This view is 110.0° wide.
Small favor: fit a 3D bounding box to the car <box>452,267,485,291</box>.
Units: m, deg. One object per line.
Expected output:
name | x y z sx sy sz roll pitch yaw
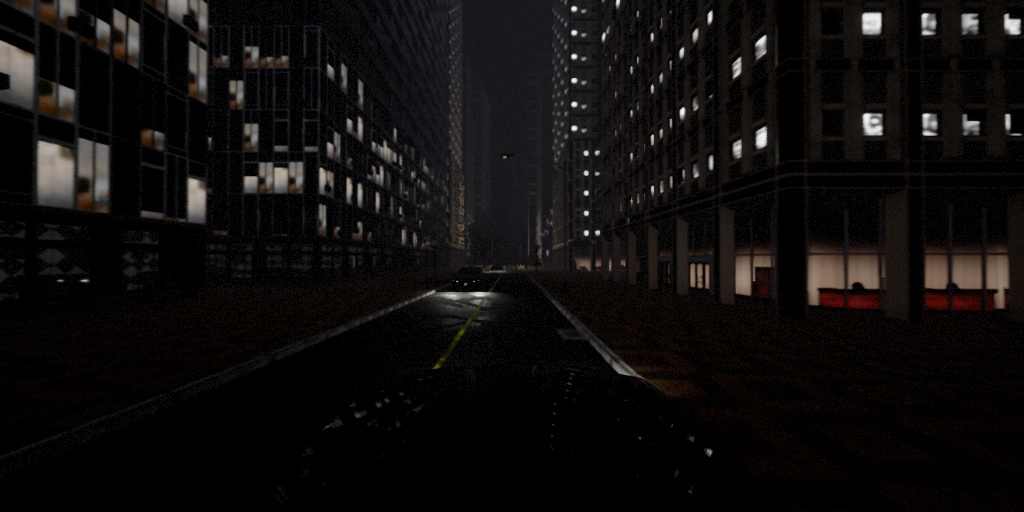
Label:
car | -2.845 1.485 24.266 1.837 1.490 4.892 0 -1 0
